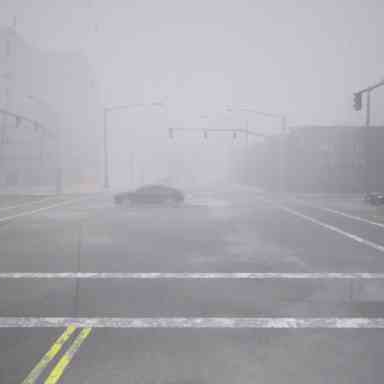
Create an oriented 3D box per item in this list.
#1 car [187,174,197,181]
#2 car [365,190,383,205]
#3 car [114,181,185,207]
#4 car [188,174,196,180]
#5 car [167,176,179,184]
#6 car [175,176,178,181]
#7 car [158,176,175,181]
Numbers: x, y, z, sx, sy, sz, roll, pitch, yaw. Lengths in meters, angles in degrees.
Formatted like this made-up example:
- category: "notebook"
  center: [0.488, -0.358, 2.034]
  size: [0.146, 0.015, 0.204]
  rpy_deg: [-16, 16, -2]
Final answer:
- category: "car"
  center: [0.016, -2.975, 70.906]
  size: [1.994, 1.385, 4.181]
  rpy_deg: [0, 4, 0]
- category: "car"
  center: [14.540, 0.231, 22.861]
  size: [4.892, 1.490, 1.837]
  rpy_deg: [0, 4, 0]
- category: "car"
  center: [-2.915, 0.226, 22.929]
  size: [4.892, 1.490, 1.837]
  rpy_deg: [0, 4, 0]
- category: "car"
  center: [0.019, -3.701, 80.733]
  size: [2.033, 1.411, 5.357]
  rpy_deg: [0, 4, 0]
- category: "car"
  center: [-3.552, -2.281, 61.457]
  size: [1.895, 1.301, 4.718]
  rpy_deg: [0, 4, 0]
- category: "car"
  center: [-3.583, -1.694, 51.338]
  size: [1.837, 1.490, 4.892]
  rpy_deg: [0, 4, 0]
- category: "car"
  center: [-3.588, -0.965, 41.432]
  size: [1.994, 1.385, 4.181]
  rpy_deg: [0, 4, 0]
